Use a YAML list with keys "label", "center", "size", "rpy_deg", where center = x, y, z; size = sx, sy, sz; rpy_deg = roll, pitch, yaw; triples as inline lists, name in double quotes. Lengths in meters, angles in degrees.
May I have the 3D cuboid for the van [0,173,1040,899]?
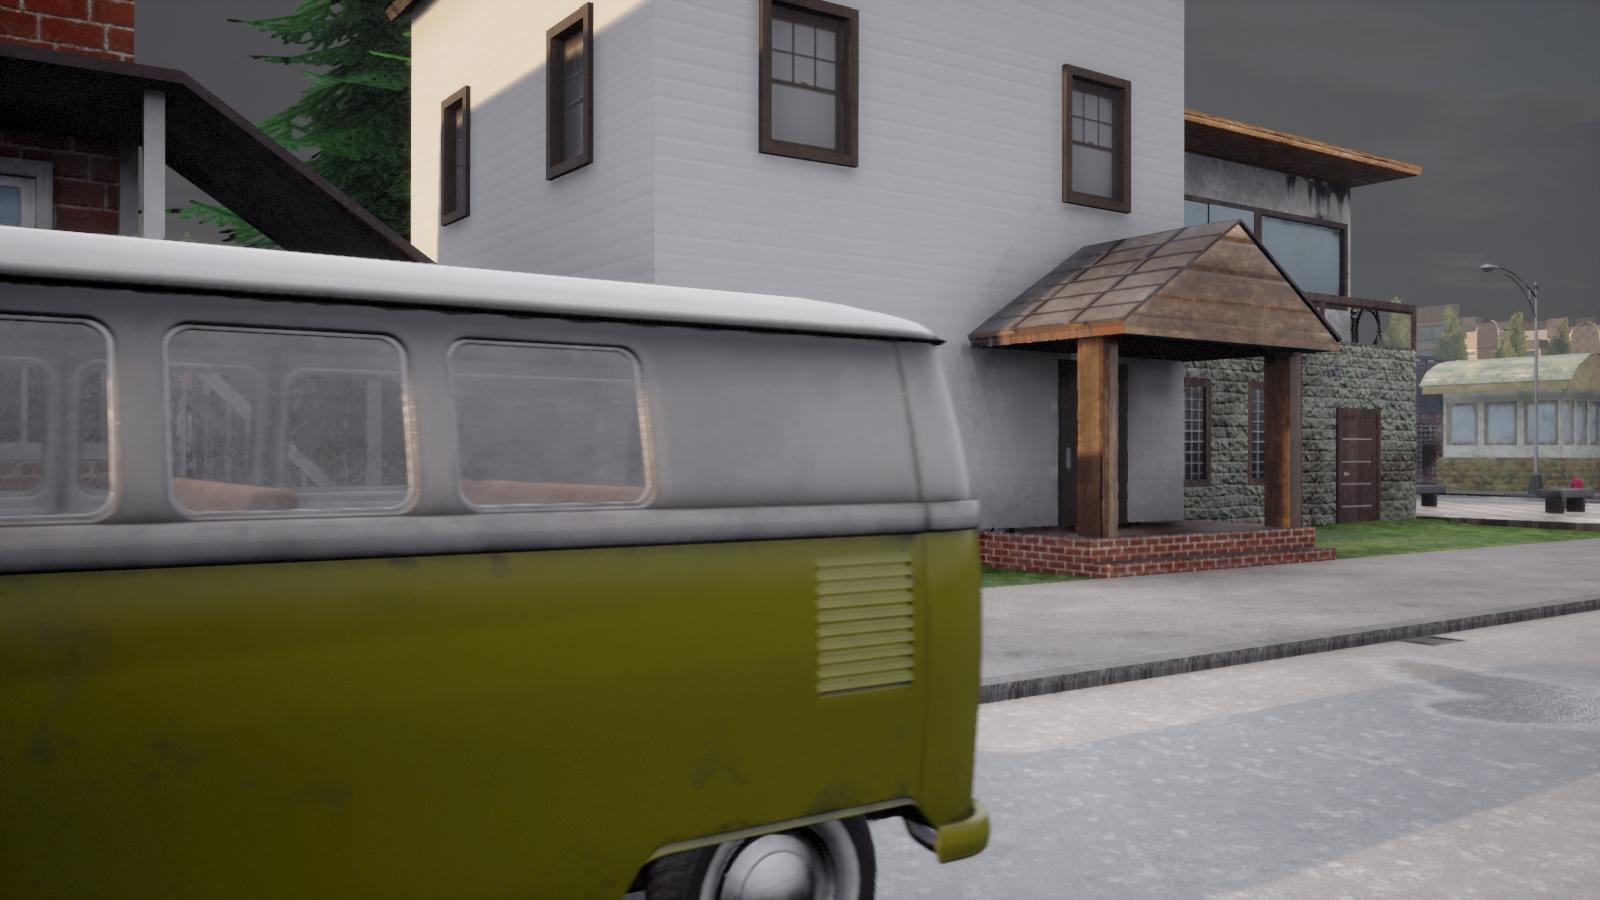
- label: "van"
  center: [-1.629, 0.509, 3.134]
  size: [4.442, 1.987, 1.775]
  rpy_deg: [0, 0, -35]
